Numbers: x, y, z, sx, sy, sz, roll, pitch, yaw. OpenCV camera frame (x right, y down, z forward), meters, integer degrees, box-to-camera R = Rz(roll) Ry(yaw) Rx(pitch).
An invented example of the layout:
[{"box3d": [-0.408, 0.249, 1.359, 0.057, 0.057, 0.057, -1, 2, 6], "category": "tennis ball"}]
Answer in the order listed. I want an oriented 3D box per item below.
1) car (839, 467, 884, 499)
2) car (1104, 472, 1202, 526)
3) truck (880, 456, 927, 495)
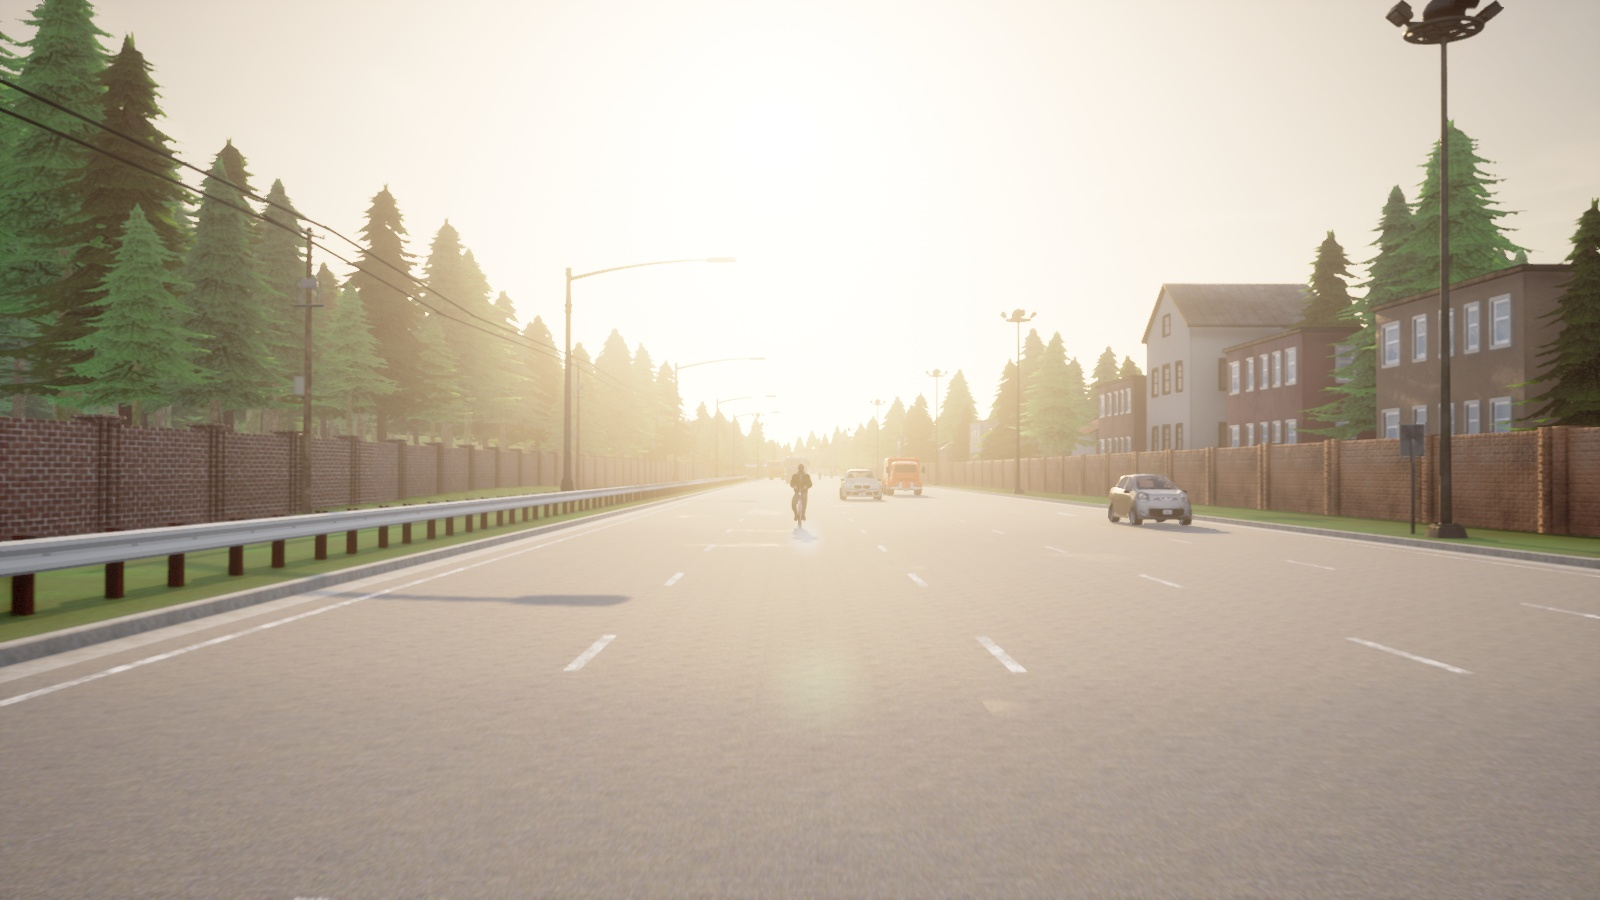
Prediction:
[{"box3d": [3.329, 1.802, 69.062, 2.242, 1.667, 4.611, 0, -1, 0], "category": "car"}, {"box3d": [10.408, 1.411, 37.266, 1.845, 1.501, 3.633, 0, -1, 0], "category": "car"}, {"box3d": [6.793, 1.688, 82.843, 2.627, 2.467, 5.204, 0, -1, 0], "category": "truck"}]
